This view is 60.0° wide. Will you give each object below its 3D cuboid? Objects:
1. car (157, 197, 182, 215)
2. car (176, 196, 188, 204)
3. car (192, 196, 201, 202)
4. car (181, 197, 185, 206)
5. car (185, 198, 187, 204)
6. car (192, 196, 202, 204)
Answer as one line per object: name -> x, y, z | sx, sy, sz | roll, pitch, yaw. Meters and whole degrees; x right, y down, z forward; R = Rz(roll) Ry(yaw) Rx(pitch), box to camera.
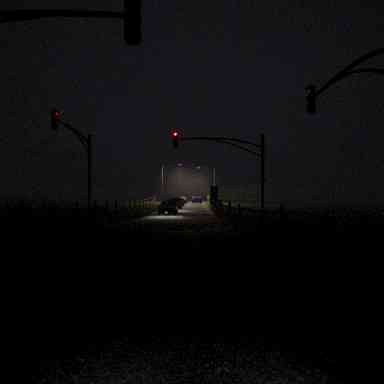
car -> -2.402, 1.549, 34.169 | 2.033, 1.411, 5.357 | 0, 0, 0
car -> -1.903, 1.573, 63.799 | 1.994, 1.385, 4.181 | 0, 0, 2
car -> 1.090, 1.608, 75.939 | 1.895, 1.301, 4.718 | 0, 0, 1
car -> -2.251, 1.509, 43.946 | 1.837, 1.490, 4.892 | 0, 0, 1
car -> -2.104, 1.554, 53.794 | 2.033, 1.411, 5.357 | 0, 0, 1
car -> 1.029, 1.488, 65.906 | 1.882, 1.535, 5.008 | 0, 0, 1
